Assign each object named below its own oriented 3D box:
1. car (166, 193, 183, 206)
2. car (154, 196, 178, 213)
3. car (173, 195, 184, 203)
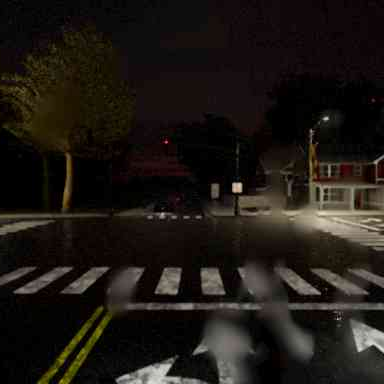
[{"bbox_3d":[-2.874,1.104,53.163,2.150,2.045,5.566,0,0,1],"label":"car"},{"bbox_3d":[-2.966,1.490,36.092,1.994,1.385,4.181,0,0,1],"label":"car"},{"bbox_3d":[-2.771,1.343,69.014,2.128,1.511,4.902,0,0,0],"label":"car"}]
